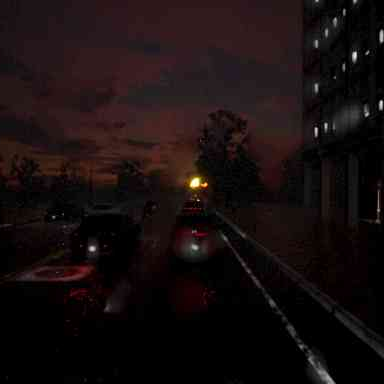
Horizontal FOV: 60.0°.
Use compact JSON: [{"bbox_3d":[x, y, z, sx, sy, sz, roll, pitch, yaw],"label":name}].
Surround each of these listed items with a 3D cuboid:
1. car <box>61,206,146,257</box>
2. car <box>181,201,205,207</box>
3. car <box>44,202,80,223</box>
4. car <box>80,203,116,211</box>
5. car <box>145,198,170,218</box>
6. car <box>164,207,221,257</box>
[{"bbox_3d":[-3.162,1.538,13.010,1.837,1.490,4.892,0,0,0],"label":"car"},{"bbox_3d":[0.098,1.571,30.545,1.837,1.490,4.892,0,0,0],"label":"car"},{"bbox_3d":[-9.837,1.563,26.095,1.837,1.490,4.892,0,0,0],"label":"car"},{"bbox_3d":[-6.589,1.582,25.019,1.812,1.442,4.674,0,0,0],"label":"car"},{"bbox_3d":[-3.154,1.416,30.188,2.097,1.767,4.553,0,0,0],"label":"car"},{"bbox_3d":[0.088,1.537,13.034,1.837,1.490,4.892,0,0,0],"label":"car"}]
